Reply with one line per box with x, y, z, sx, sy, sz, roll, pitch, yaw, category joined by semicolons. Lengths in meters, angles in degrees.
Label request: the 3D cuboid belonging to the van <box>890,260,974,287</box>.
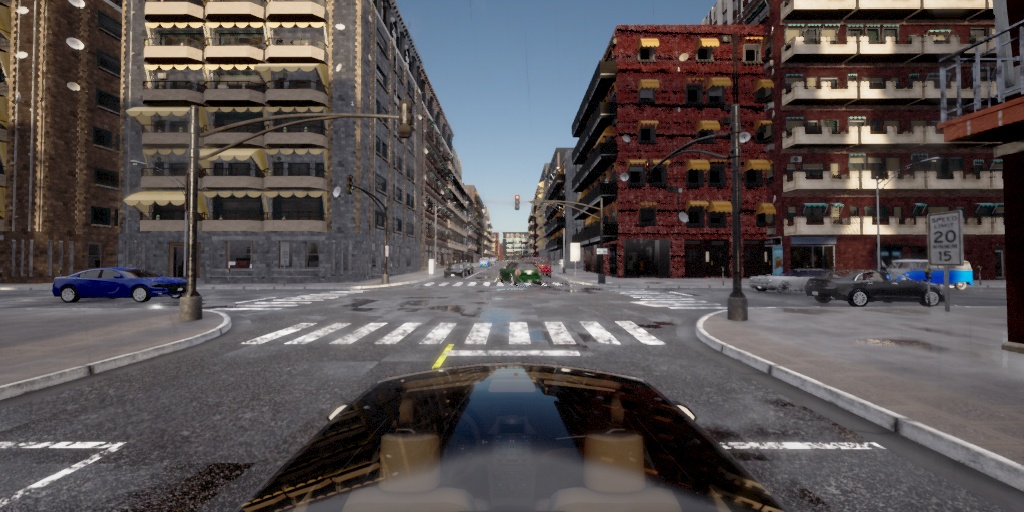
24.939;1.115;21.515;3.998;1.789;1.690;0;0;0;van

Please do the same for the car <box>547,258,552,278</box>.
2.626;1.077;33.997;2.192;1.841;5.009;0;0;0;car

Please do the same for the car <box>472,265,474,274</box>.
-5.245;1.331;39.528;1.948;1.339;4.313;0;0;0;car

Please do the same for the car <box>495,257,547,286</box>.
0.547;1.144;26.253;2.097;1.767;4.553;0;1;-17;car

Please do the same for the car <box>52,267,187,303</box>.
-17.587;1.254;16.304;5.008;1.535;1.882;0;-1;0;car

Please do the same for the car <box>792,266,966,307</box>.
13.767;1.185;13.683;4.403;1.370;2.007;0;0;0;car

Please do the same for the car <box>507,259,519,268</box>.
0.214;1.314;63.522;2.128;1.511;4.902;0;0;0;car

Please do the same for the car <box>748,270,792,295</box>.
15.403;1.345;19.105;4.718;1.301;1.895;0;-1;0;car

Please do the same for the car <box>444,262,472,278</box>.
-5.255;1.328;33.966;1.948;1.339;4.313;0;0;0;car
